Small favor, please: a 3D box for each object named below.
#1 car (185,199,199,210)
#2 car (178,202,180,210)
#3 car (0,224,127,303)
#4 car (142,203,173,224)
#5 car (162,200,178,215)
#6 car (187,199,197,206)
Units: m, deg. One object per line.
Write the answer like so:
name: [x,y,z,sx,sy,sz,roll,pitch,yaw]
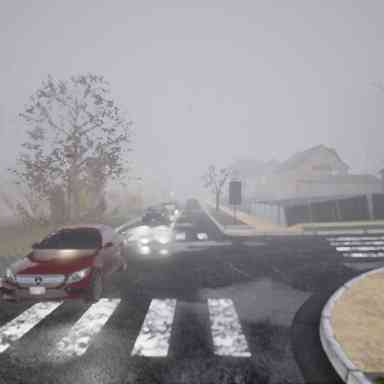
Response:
car: [0.021,1.764,49.673,2.097,1.767,4.553,0,-1,0]
car: [-2.900,1.919,51.412,2.128,1.511,4.902,0,0,0]
car: [-2.876,1.594,8.507,1.812,1.442,4.674,0,0,0]
car: [-2.892,1.820,27.077,1.895,1.301,4.718,0,0,0]
car: [-2.916,1.846,39.011,1.812,1.442,4.674,0,0,0]
car: [-0.010,2.191,69.171,1.895,1.301,4.718,0,-1,0]
